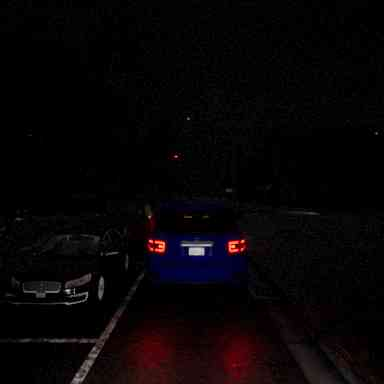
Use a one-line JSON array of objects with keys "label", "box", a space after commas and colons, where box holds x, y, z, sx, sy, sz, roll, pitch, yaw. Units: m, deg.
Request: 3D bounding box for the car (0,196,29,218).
[{"label": "car", "box": [-18.173, 1.415, 30.848, 5.566, 2.045, 2.150, 0, 0, 0]}]

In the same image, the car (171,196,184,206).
[{"label": "car", "box": [-2.445, 1.571, 57.246, 1.967, 1.590, 4.097, 0, 0, 0]}]

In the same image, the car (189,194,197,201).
[{"label": "car", "box": [0.296, 1.486, 86.049, 2.097, 1.767, 4.553, 0, 0, 0]}]

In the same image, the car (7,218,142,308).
[{"label": "car", "box": [-2.612, 1.551, 7.946, 2.008, 1.369, 4.403, 0, 0, 0]}]

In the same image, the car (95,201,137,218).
[{"label": "car", "box": [-2.594, 1.319, 13.410, 2.192, 1.841, 5.009, 0, 0, 0]}]

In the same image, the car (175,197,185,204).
[{"label": "car", "box": [-2.406, 1.772, 68.624, 1.802, 1.307, 4.206, 0, 0, 0]}]

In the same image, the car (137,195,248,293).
[{"label": "car", "box": [0.124, 1.223, 8.991, 2.150, 2.045, 5.566, 0, 0, 1]}]

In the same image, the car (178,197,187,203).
[{"label": "car", "box": [-2.368, 1.809, 80.001, 2.008, 1.369, 4.403, 0, 0, 0]}]

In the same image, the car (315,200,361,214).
[{"label": "car", "box": [14.756, 1.481, 33.721, 4.181, 1.385, 1.994, 0, 0, 0]}]

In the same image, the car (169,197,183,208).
[{"label": "car", "box": [-2.465, 1.545, 51.558, 1.967, 1.590, 4.097, 0, 0, 0]}]

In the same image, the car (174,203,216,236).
[{"label": "car", "box": [0.187, 1.503, 19.532, 2.128, 1.511, 4.902, 0, 0, 1]}]

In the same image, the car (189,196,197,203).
[{"label": "car", "box": [0.260, 1.700, 75.658, 1.882, 1.535, 5.008, 0, 0, 0]}]
